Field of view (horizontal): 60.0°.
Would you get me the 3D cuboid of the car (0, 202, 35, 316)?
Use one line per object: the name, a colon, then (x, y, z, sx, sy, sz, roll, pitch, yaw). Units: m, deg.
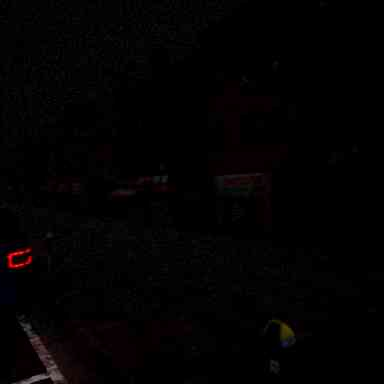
car: (-4.776, 1.211, 6.715, 2.150, 2.045, 5.566, -1, 1, -37)
